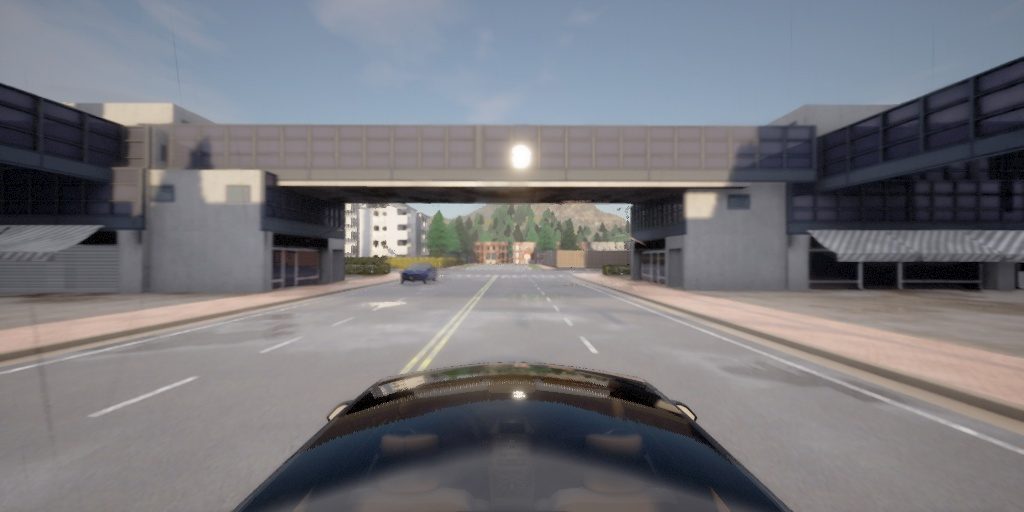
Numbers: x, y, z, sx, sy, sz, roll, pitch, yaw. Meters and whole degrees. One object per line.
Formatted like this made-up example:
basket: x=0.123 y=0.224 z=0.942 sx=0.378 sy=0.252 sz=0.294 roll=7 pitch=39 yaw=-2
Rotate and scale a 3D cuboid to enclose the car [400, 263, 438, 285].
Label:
car: x=-6.999 y=1.283 z=27.410 sx=1.882 sy=1.535 sz=5.008 roll=0 pitch=0 yaw=0
